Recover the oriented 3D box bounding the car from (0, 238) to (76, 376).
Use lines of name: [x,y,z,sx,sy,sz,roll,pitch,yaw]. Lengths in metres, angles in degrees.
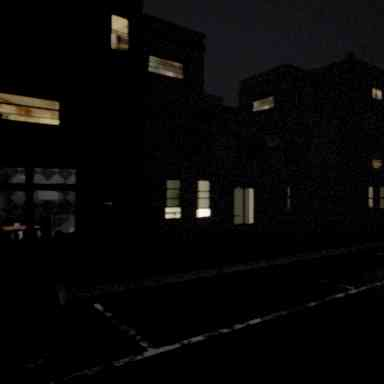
car: [-3.668,1.431,3.949,4.097,1.590,1.967,1,-1,-35]
